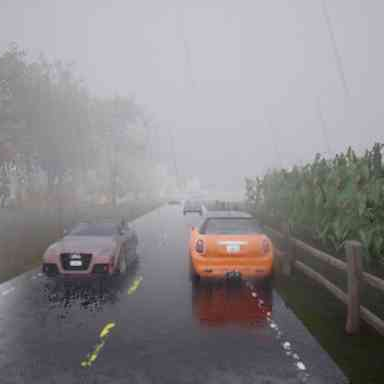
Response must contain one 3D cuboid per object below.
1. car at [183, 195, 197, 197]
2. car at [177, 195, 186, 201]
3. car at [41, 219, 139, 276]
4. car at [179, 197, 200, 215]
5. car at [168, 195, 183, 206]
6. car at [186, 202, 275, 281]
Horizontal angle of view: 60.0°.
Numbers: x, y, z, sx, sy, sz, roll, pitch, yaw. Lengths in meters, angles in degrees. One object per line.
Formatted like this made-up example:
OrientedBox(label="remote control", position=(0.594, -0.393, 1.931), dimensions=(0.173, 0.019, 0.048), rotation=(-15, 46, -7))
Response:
OrientedBox(label="car", position=(0.113, 1.309, 47.761), dimensions=(2.097, 1.767, 4.553), rotation=(0, 0, 0))
OrientedBox(label="car", position=(-2.649, 1.497, 83.957), dimensions=(1.994, 1.385, 4.181), rotation=(0, 0, 0))
OrientedBox(label="car", position=(-2.841, 1.553, 10.129), dimensions=(1.994, 1.385, 4.181), rotation=(0, 0, 0))
OrientedBox(label="car", position=(0.088, 1.516, 33.445), dimensions=(2.033, 1.411, 5.357), rotation=(0, 0, 1))
OrientedBox(label="car", position=(-2.778, 1.553, 52.637), dimensions=(1.895, 1.301, 4.718), rotation=(0, 0, 0))
OrientedBox(label="car", position=(0.971, 1.340, 9.932), dimensions=(2.097, 1.767, 4.553), rotation=(0, 0, 0))
